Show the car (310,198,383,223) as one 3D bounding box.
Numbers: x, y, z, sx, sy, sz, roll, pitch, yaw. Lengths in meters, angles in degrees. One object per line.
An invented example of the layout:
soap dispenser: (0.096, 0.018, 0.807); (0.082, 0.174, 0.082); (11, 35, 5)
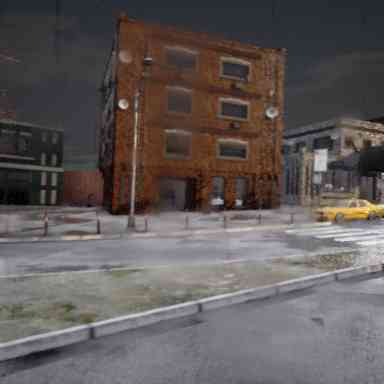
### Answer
car: (10.391, 1.176, 22.287); (5.366, 1.575, 1.946); (-1, 0, -24)
